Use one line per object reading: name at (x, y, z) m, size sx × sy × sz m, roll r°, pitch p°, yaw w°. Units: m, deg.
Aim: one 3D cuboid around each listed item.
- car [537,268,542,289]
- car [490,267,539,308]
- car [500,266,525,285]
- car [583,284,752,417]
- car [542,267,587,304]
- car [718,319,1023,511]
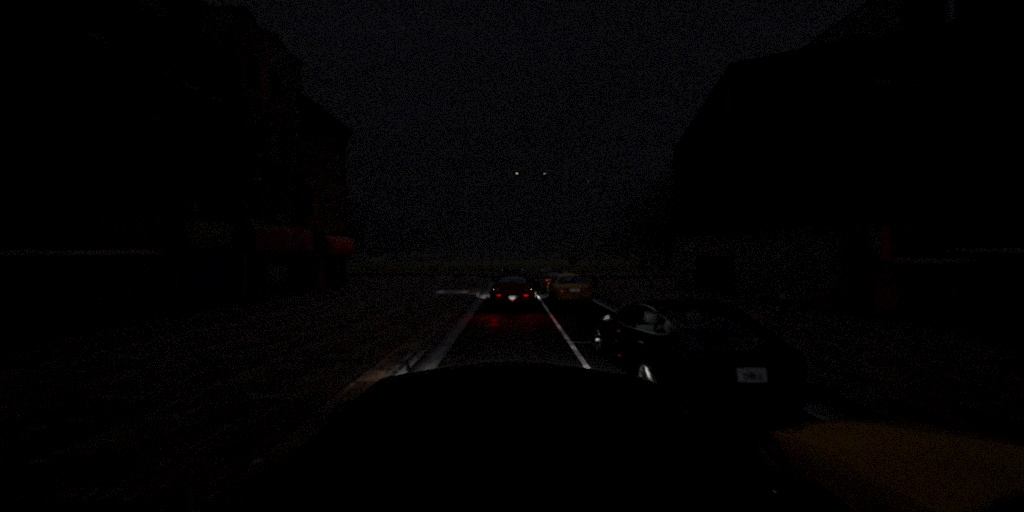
car at (2.644, 1.519, 22.583) m, size 1.802 × 1.307 × 4.207 m, roll 0°, pitch 0°, yaw 0°
car at (0.030, 1.401, 15.763) m, size 1.812 × 1.442 × 4.674 m, roll 0°, pitch 0°, yaw 0°
car at (-0.008, 1.571, 30.362) m, size 1.994 × 1.385 × 4.181 m, roll 0°, pitch 0°, yaw -1°
car at (2.639, 1.354, 5.986) m, size 1.948 × 1.339 × 4.313 m, roll 0°, pitch 0°, yaw 0°
car at (2.643, 1.412, 17.220) m, size 1.751 × 1.417 × 4.829 m, roll 0°, pitch 0°, yaw 0°
car at (2.638, 1.264, 0.624) m, size 1.751 × 1.417 × 4.829 m, roll 0°, pitch 0°, yaw 0°
